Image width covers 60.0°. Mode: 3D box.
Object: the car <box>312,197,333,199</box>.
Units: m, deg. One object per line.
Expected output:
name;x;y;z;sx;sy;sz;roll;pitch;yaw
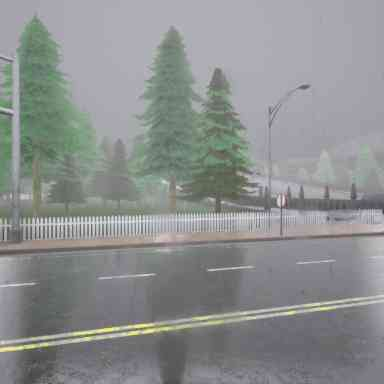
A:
car;16.498;1.440;42.518;1.812;1.442;4.674;0;1;-19

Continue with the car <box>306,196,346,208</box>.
car;18.716;1.354;46.733;2.033;1.411;5.357;0;2;-20

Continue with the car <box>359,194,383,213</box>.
car;19.664;1.217;33.584;2.150;2.045;5.566;0;0;-20

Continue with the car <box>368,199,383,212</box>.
car;22.151;1.555;37.049;1.994;1.385;4.181;0;0;-20

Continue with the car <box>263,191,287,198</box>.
car;12.977;0.754;52.540;2.097;1.767;4.553;0;4;-19

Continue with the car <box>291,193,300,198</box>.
car;15.935;0.876;54.652;2.033;1.411;5.357;0;4;-20
